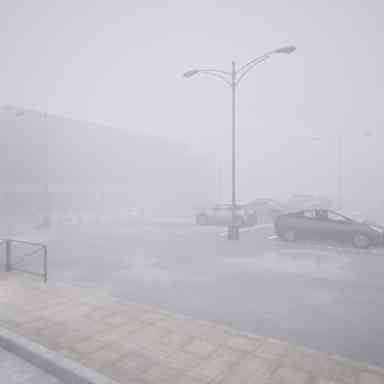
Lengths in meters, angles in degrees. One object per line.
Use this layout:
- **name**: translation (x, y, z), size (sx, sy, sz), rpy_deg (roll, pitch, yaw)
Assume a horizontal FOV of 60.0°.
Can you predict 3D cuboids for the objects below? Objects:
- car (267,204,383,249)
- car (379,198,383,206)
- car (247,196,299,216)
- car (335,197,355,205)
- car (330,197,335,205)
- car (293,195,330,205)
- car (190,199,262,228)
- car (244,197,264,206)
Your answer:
- **car**: translation (5.854, 1.490, 14.316), size (4.514, 1.523, 2.007), rpy_deg (0, 0, 35)
- **car**: translation (29.371, 1.576, 48.369), size (3.806, 1.475, 1.970), rpy_deg (0, 0, 35)
- **car**: translation (5.584, 1.345, 26.801), size (5.027, 1.636, 2.152), rpy_deg (0, 0, 35)
- **car**: translation (24.995, 1.565, 55.062), size (3.633, 1.501, 1.845), rpy_deg (0, 0, 35)
- **car**: translation (14.239, 1.289, 39.907), size (4.605, 1.855, 1.932), rpy_deg (0, 0, 35)
- **car**: translation (12.912, 1.268, 37.289), size (3.866, 1.878, 1.905), rpy_deg (0, 0, 35)
- **car**: translation (2.173, 1.424, 21.356), size (3.806, 1.475, 1.970), rpy_deg (0, 0, 35)
- **car**: translation (11.084, 1.702, 59.221), size (1.812, 1.442, 4.674), rpy_deg (0, 0, 35)
